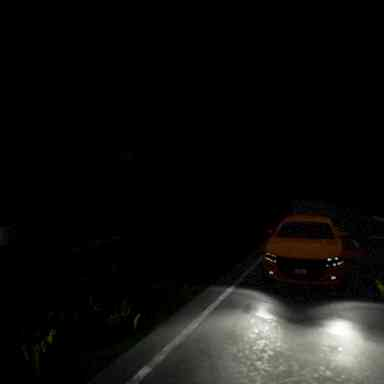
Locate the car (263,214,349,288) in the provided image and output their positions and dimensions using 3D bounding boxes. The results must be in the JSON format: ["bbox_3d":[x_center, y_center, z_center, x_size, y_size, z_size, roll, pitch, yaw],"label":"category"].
[{"bbox_3d":[3.291,1.446,9.523,1.882,1.535,5.008,0,0,22],"label":"car"}]
